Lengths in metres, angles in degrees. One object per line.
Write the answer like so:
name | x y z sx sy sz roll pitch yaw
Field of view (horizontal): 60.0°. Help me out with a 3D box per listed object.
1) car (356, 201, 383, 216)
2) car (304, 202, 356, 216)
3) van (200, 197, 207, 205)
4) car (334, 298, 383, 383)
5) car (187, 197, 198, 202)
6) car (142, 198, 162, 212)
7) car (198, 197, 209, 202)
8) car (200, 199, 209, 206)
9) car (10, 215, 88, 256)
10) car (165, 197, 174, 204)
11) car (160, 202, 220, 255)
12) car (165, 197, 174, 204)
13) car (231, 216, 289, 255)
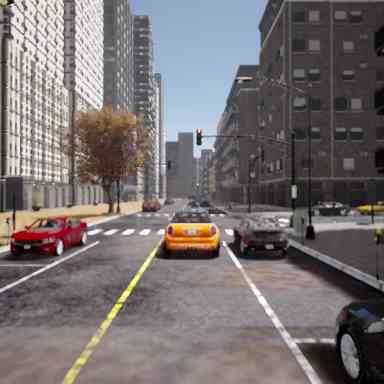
car | 18.823 1.567 33.179 4.829 1.417 1.752 -1 0 -1
car | 13.427 1.667 33.124 4.403 1.369 2.008 -1 0 -1
van | 2.691 2.160 79.242 1.690 1.788 3.998 0 -1 0
car | 2.689 1.577 2.652 2.008 1.369 4.403 0 -1 0
car | 0.001 2.326 73.787 1.895 1.301 4.718 0 -1 0
car | -5.691 1.777 46.107 2.192 1.841 5.009 0 -1 0
car | 2.691 2.262 68.194 1.947 1.339 4.313 0 -1 0
car | 2.691 2.284 73.887 1.752 1.417 4.829 0 -1 0
car | -5.691 1.677 13.718 1.887 1.381 4.507 0 -1 0
car | -5.690 2.384 79.240 1.947 1.339 4.313 0 -1 0
car | 0.009 1.486 14.083 2.097 1.767 4.553 0 -1 0
car | -5.690 2.196 84.764 2.192 1.841 5.009 0 -1 0
car | 2.689 1.683 13.718 2.008 1.369 4.403 0 -1 0
